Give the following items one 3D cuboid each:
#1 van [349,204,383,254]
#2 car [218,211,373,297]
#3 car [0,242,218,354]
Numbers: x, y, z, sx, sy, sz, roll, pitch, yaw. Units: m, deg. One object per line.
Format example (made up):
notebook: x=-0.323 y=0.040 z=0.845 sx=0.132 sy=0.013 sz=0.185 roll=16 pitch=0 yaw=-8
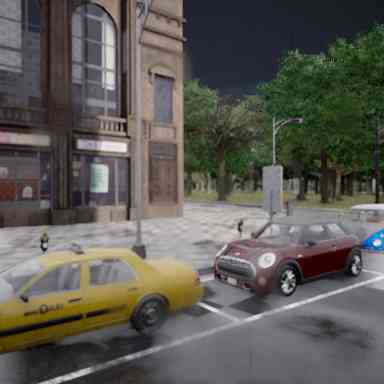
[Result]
van: x=6.914 y=1.302 z=11.606 sx=3.998 sy=1.788 sz=1.690 roll=0 pitch=0 yaw=-36
car: x=2.492 y=1.418 z=8.441 sx=4.097 sy=1.590 sz=1.967 roll=0 pitch=0 yaw=-36
car: x=-2.067 y=1.521 z=5.178 sx=4.829 sy=1.417 sz=1.752 roll=0 pitch=0 yaw=-36
